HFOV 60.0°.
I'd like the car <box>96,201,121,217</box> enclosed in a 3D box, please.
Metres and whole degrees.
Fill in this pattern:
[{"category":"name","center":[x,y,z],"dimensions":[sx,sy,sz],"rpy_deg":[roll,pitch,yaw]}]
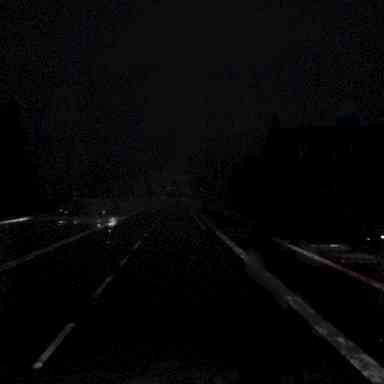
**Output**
[{"category":"car","center":[-8.540,1.719,34.324],"dimensions":[2.128,1.511,4.902],"rpy_deg":[0,0,-2]}]

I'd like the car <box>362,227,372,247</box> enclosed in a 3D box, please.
[{"category":"car","center":[9.303,1.608,13.011],"dimensions":[4.892,1.490,1.837],"rpy_deg":[0,0,0]}]

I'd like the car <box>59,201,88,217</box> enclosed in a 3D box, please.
[{"category":"car","center":[-12.032,1.714,34.052],"dimensions":[1.837,1.490,4.892],"rpy_deg":[0,0,-2]}]

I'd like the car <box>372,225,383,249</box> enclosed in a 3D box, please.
[{"category":"car","center":[8.860,1.296,9.961],"dimensions":[5.566,2.045,2.150],"rpy_deg":[0,-1,3]}]
